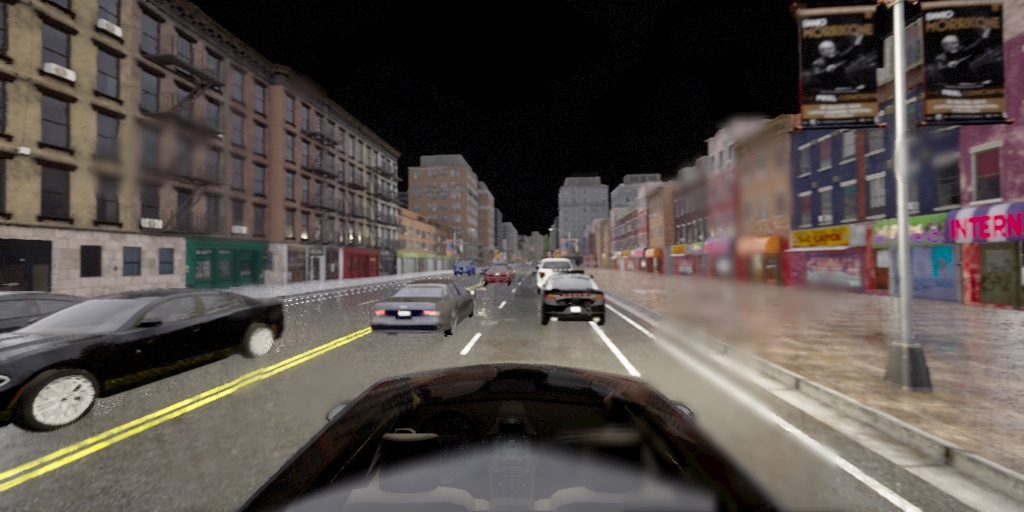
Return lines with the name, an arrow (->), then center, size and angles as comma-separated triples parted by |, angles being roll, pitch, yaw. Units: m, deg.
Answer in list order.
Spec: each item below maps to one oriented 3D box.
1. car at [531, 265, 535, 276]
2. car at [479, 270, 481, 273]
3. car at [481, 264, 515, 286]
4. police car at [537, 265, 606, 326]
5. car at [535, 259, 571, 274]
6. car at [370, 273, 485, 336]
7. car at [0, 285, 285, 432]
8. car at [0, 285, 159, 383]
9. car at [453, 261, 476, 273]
car -> 3.622, 1.910, 48.281 | 2.033, 1.411, 5.357 | 0, -1, 4
car -> -3.102, 1.989, 47.041 | 1.895, 1.301, 4.718 | 0, -1, 4
car -> -0.954, 1.443, 29.403 | 2.097, 1.767, 4.553 | 0, -1, 4
police car -> 1.920, 1.278, 12.340 | 1.930, 1.638, 5.238 | 0, -1, 4
car -> 2.652, 1.188, 22.237 | 2.150, 2.045, 5.566 | 0, -1, 4
car -> -2.325, 1.414, 10.858 | 2.033, 1.411, 5.357 | 0, -1, 4
car -> -6.146, 1.317, 5.962 | 1.882, 1.535, 5.008 | 0, -1, 4
car -> -9.388, 1.391, 6.179 | 1.812, 1.442, 4.674 | 0, -1, 4
car -> -6.279, 1.650, 48.164 | 2.150, 2.045, 5.566 | 0, -1, 4
